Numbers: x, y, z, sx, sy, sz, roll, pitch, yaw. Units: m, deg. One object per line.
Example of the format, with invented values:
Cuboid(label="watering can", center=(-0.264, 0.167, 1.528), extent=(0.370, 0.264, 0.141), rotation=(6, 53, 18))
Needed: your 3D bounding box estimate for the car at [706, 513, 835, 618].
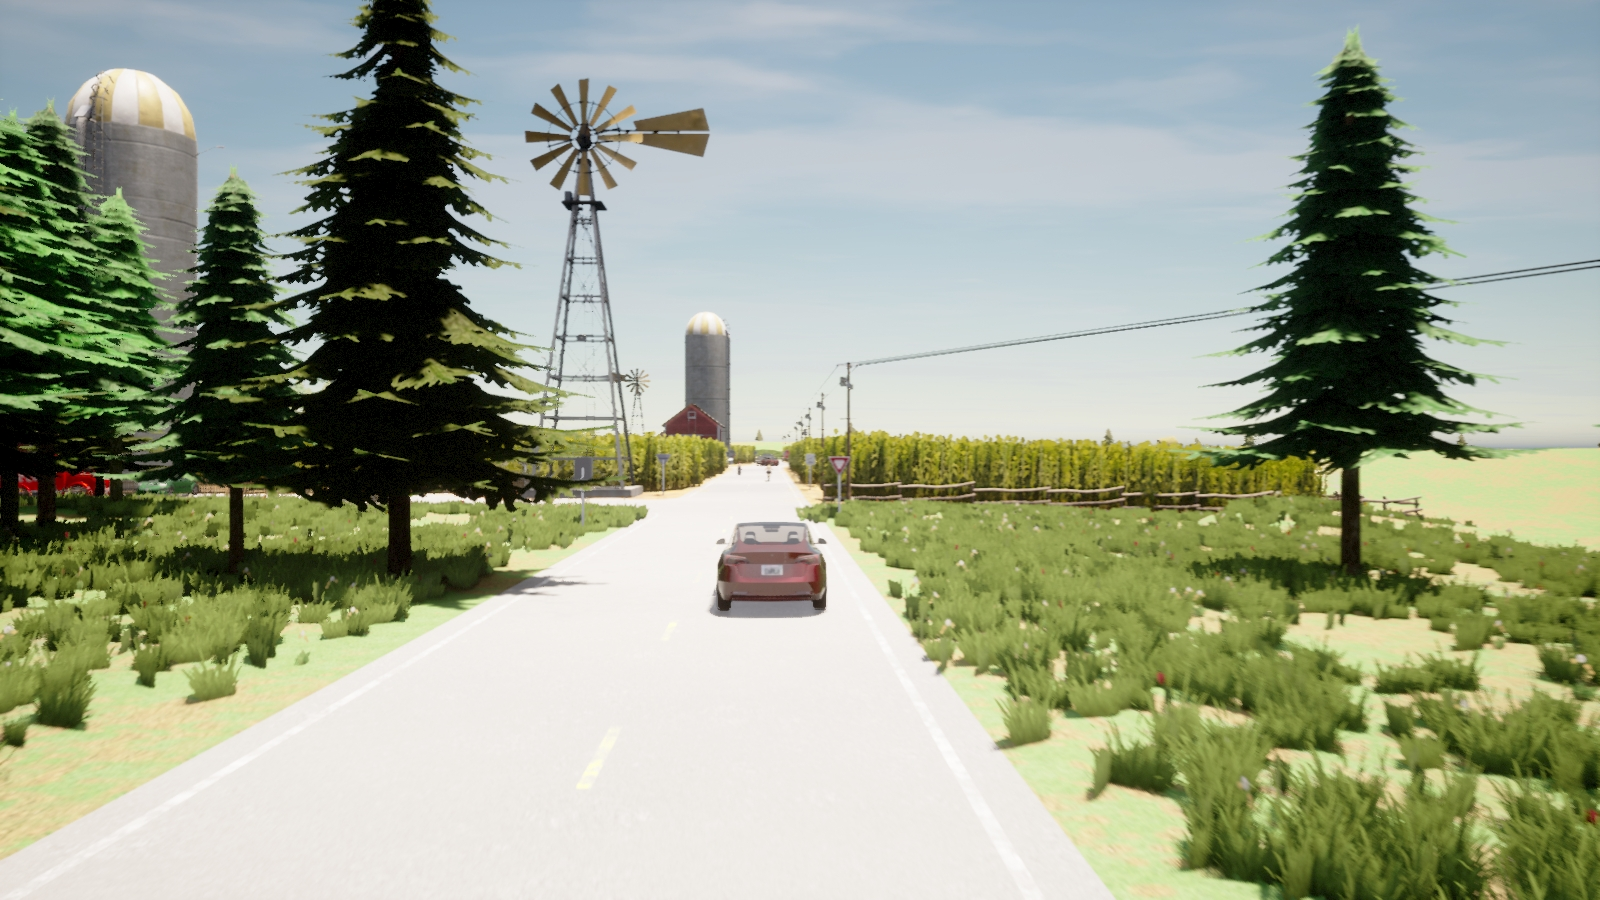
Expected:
Cuboid(label="car", center=(-0.561, 2.063, 21.515), extent=(2.163, 1.488, 4.792), rotation=(0, 0, -2))

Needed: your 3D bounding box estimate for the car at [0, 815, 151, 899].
Cuboid(label="car", center=(-3.201, 2.039, 1.450), extent=(2.038, 1.542, 4.974), rotation=(0, 0, -2))
